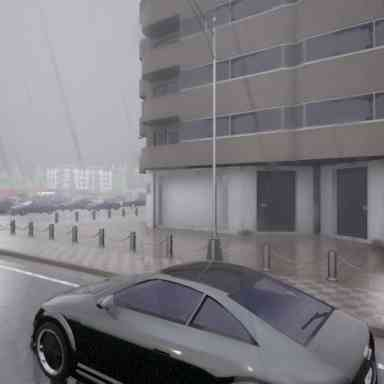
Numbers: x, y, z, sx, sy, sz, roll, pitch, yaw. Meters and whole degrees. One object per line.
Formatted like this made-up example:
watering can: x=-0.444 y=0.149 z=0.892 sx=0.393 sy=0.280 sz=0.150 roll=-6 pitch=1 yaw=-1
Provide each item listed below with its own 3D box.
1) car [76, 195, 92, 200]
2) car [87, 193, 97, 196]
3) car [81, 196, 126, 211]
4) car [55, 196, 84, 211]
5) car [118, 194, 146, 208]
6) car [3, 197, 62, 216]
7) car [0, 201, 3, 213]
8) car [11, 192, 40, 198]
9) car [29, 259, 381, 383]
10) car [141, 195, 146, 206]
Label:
car: x=-29.121 y=1.439 z=89.782 sx=1.970 sy=1.475 sz=3.806 roll=0 pitch=0 yaw=35
car: x=-26.756 y=1.200 z=88.112 sx=1.905 sy=1.878 sz=3.866 roll=0 pitch=0 yaw=35
car: x=-10.827 y=1.576 z=41.003 sx=1.812 sy=1.442 sz=4.674 roll=0 pitch=0 yaw=35
car: x=-14.312 y=1.597 z=42.142 sx=2.033 sy=1.411 sz=5.357 roll=0 pitch=0 yaw=35
car: x=-8.453 y=1.528 z=50.546 sx=1.882 sy=1.535 sz=5.008 roll=0 pitch=0 yaw=35
car: x=-15.994 y=1.576 z=33.556 sx=1.812 sy=1.442 sz=4.674 roll=0 pitch=0 yaw=35
car: x=-20.062 y=1.597 z=33.872 sx=2.033 sy=1.411 sz=5.357 roll=0 pitch=0 yaw=35
car: x=-36.794 y=1.198 z=73.752 sx=1.932 sy=1.855 sz=4.605 roll=0 pitch=0 yaw=35
car: x=-0.104 y=1.564 z=4.055 sx=4.181 sy=1.385 sz=1.994 roll=0 pitch=0 yaw=35
car: x=-4.887 y=1.555 z=49.536 sx=1.837 sy=1.490 sz=4.892 roll=0 pitch=0 yaw=35
